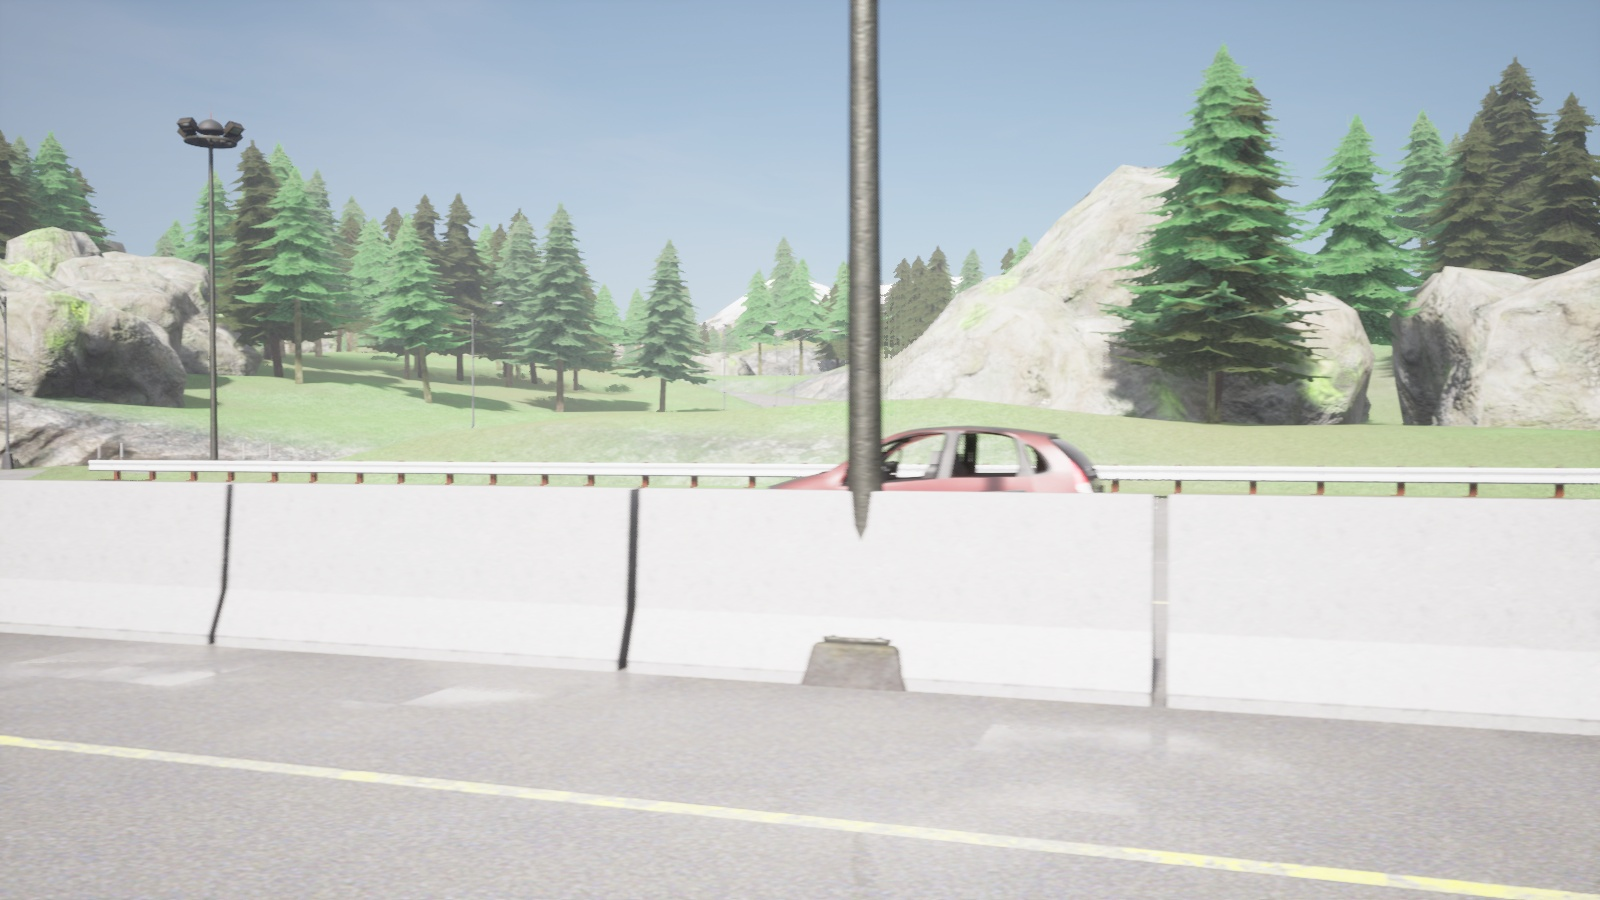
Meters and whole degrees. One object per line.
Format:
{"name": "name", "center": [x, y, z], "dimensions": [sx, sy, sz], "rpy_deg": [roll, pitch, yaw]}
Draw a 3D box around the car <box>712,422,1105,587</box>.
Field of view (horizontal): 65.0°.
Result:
{"name": "car", "center": [1.230, 0.507, 13.855], "dimensions": [3.988, 1.617, 1.851], "rpy_deg": [1, 1, 19]}
